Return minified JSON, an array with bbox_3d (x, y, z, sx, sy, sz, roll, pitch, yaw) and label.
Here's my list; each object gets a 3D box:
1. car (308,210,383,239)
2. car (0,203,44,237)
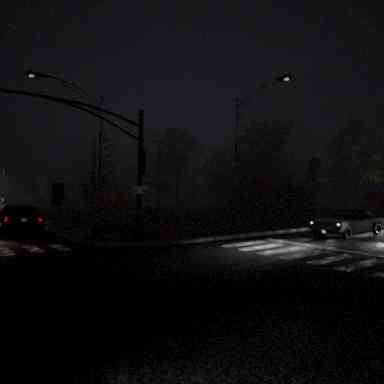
[{"bbox_3d":[8.240,1.632,17.534,4.718,1.301,1.895,0,0,-35],"label":"car"},{"bbox_3d":[-9.932,1.487,18.994,2.097,1.767,4.553,2,-1,-35],"label":"car"}]
